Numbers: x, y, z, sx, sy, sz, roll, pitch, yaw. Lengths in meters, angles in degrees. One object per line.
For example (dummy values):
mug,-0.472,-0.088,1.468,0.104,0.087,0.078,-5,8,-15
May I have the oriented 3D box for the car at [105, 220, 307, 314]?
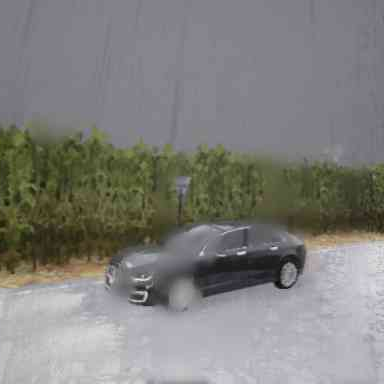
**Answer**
car,0.540,1.419,7.461,4.892,1.490,1.837,1,1,-35
